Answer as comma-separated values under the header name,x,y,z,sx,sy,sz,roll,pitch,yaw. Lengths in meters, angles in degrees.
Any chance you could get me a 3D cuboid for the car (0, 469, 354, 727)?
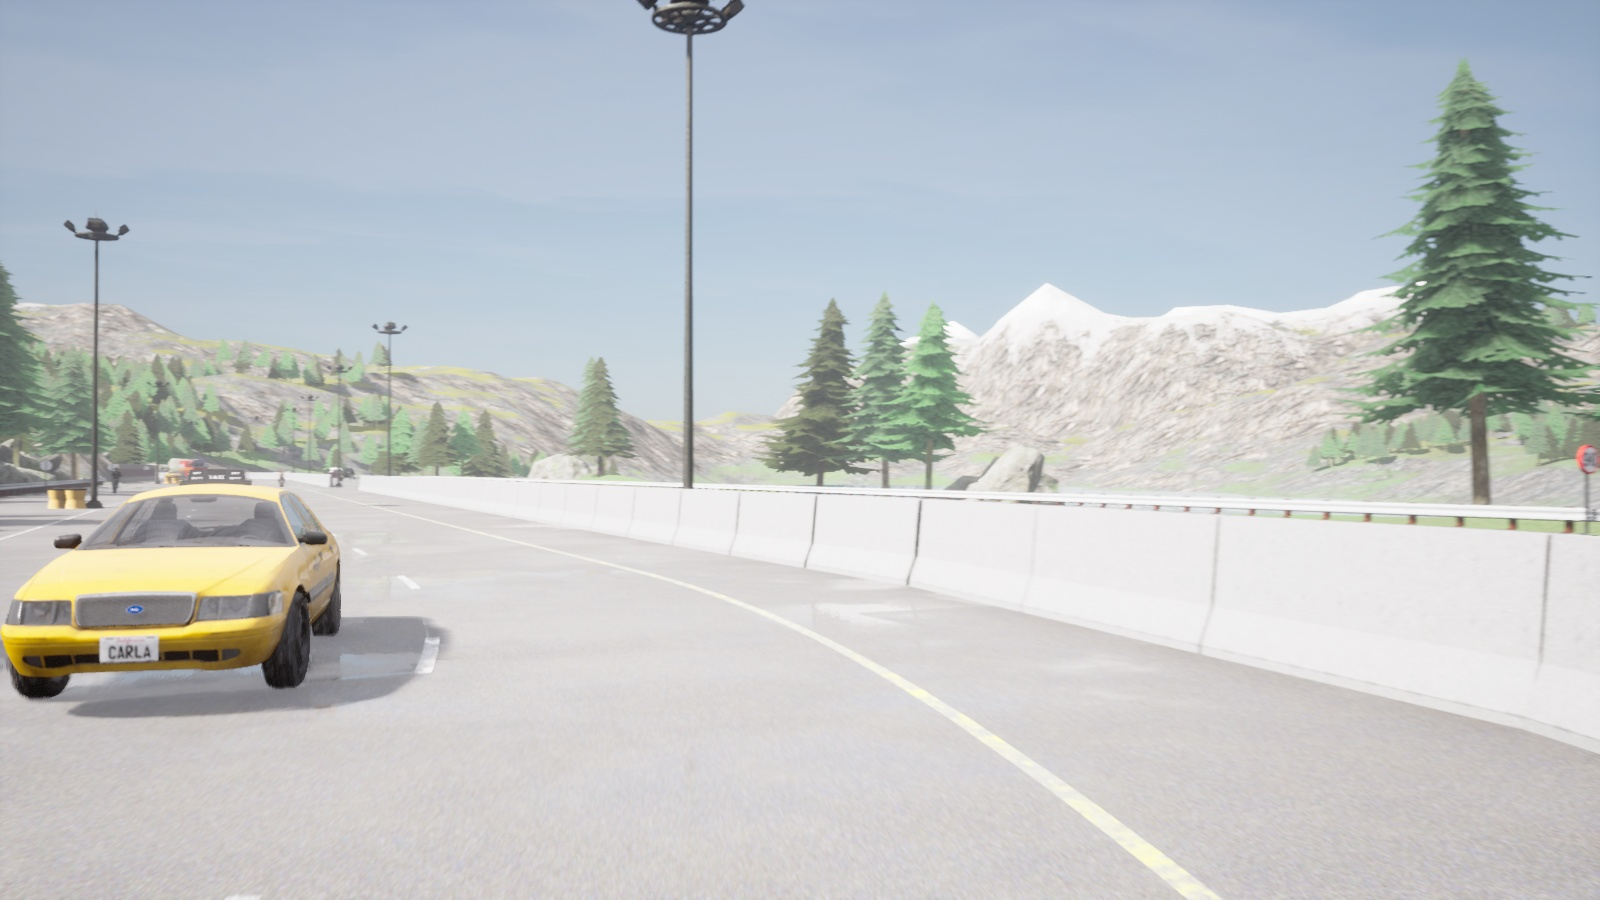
name,x,y,z,sx,sy,sz,roll,pitch,yaw
car,-4.917,0.967,10.559,1.801,1.575,5.366,0,-1,-15
